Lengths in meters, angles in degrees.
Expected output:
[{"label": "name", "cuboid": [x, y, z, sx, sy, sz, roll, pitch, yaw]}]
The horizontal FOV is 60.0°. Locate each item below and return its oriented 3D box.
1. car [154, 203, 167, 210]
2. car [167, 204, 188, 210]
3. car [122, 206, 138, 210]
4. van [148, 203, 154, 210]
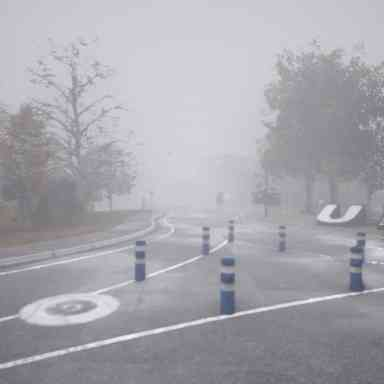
[{"label": "car", "cuboid": [-6.259, 3.635, 78.502, 2.163, 1.488, 4.792, 1, -4, -39]}, {"label": "car", "cuboid": [-2.794, 3.333, 74.246, 2.002, 1.452, 4.674, 3, -5, -39]}, {"label": "car", "cuboid": [-16.648, 4.589, 91.340, 2.002, 1.452, 4.674, 1, -4, -39]}, {"label": "van", "cuboid": [-9.790, 3.700, 82.870, 1.878, 1.987, 4.442, 1, -4, -39]}]
